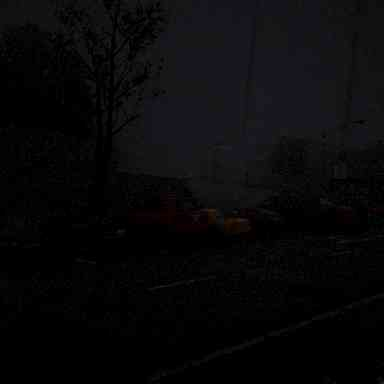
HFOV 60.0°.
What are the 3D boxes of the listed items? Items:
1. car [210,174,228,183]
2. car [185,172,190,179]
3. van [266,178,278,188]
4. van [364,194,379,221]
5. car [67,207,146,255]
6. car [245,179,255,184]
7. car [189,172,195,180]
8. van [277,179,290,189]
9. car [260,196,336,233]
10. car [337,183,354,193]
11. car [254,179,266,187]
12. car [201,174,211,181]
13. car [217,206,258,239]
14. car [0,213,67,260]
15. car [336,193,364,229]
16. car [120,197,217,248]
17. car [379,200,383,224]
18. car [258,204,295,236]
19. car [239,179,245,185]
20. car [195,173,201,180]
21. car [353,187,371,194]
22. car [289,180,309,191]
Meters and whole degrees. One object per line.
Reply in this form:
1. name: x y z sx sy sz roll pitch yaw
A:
1. car: 7.366 -3.176 83.582 1.946 1.575 5.366 7 3 34
2. car: 0.264 -4.362 93.159 2.435 2.045 5.566 1 -1 35
3. van: 17.549 -1.764 68.510 1.878 1.987 4.442 7 4 35
4. van: 10.428 1.297 23.608 4.442 1.987 1.878 -1 -1 35
5. car: -4.470 1.524 13.345 4.792 1.488 2.163 -1 -1 35
6. car: 14.167 -2.043 73.578 2.002 1.452 4.674 7 4 35
7. car: 2.025 -4.085 90.803 2.185 1.767 4.553 4 1 34
8. van: 19.266 -1.491 66.031 1.878 1.987 4.442 7 4 35
9. car: 5.361 1.262 20.257 5.566 2.045 2.435 -1 -1 35
10. car: 26.191 -0.426 56.250 2.435 2.045 5.566 7 3 35
11. car: 15.987 -1.812 71.249 1.946 1.575 5.366 7 3 35
12. car: 5.526 -3.699 85.850 2.435 2.045 5.566 7 4 34
13. car: 0.311 1.503 16.896 5.366 1.575 1.946 -1 -1 35
14. car: -6.899 1.493 11.610 4.892 1.521 2.231 -1 -1 35
15. car: 7.882 1.267 21.950 5.566 2.045 2.435 -1 -1 35
16. car: -2.017 1.248 15.079 5.566 2.045 2.435 -1 -1 35
17. car: 12.846 1.403 25.347 4.553 1.767 2.185 -1 -1 36
18. car: 2.925 1.548 18.511 4.674 1.452 2.002 -1 -1 35
19. car: 12.436 -2.317 76.048 2.002 1.452 4.674 7 3 35
20. car: 3.743 -3.851 88.325 2.185 1.767 4.553 6 3 34
21. car: 27.870 0.137 53.770 2.002 1.452 4.674 7 3 35
22. car: 21.015 -0.992 63.660 2.231 1.521 4.892 7 3 35
